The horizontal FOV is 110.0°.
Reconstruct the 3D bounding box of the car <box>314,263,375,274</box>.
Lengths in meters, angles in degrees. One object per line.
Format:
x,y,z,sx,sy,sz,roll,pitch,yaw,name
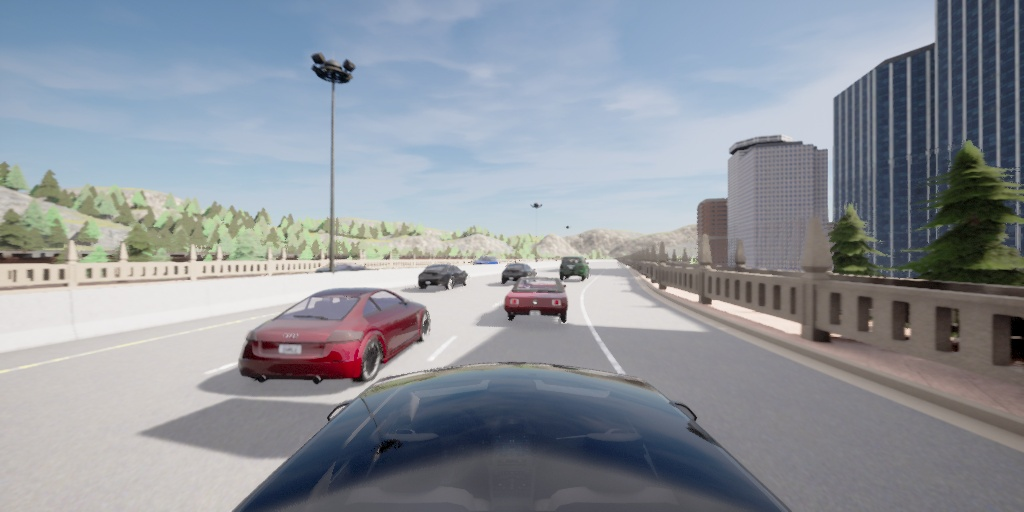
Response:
-13.497,1.362,29.424,1.895,1.301,4.718,0,0,16,car

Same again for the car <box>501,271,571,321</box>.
0.969,1.367,12.540,1.895,1.301,4.718,0,0,8,car

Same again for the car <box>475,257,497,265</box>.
-3.692,1.118,50.070,2.150,2.045,5.566,0,-1,17,car

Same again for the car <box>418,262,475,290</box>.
-4.179,1.276,22.599,1.837,1.490,4.892,0,0,13,car

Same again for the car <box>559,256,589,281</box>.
5.485,1.060,31.409,2.150,2.045,5.566,0,0,16,car

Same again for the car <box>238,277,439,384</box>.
-3.058,1.305,7.137,1.994,1.385,4.181,0,0,3,car

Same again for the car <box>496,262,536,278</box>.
0.587,1.307,26.946,1.837,1.490,4.892,0,0,16,car
